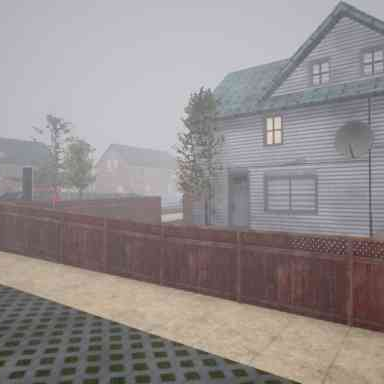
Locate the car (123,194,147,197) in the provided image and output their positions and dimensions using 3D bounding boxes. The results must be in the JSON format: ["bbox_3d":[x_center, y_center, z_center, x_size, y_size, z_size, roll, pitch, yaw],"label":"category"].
[{"bbox_3d":[-5.331,0.949,29.927,2.128,1.511,4.902,-1,1,36],"label":"car"}]

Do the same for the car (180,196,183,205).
[{"bbox_3d":[0.558,0.568,38.117,2.097,1.767,4.553,-1,1,36],"label":"car"}]

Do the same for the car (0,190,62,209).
[{"bbox_3d":[-11.215,0.920,21.762,2.150,2.045,5.566,-1,1,36],"label":"car"}]
